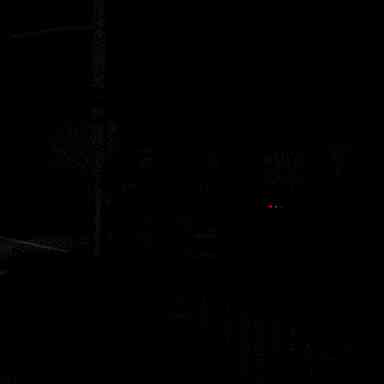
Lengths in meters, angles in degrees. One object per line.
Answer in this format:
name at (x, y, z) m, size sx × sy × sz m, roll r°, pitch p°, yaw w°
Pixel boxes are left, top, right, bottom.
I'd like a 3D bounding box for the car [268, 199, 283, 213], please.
car at (9.424, 1.438, 33.422) m, size 2.033 × 1.411 × 5.357 m, roll 1°, pitch 1°, yaw 36°
